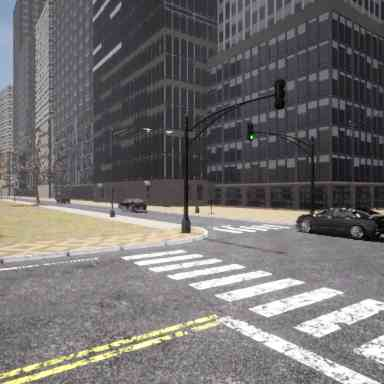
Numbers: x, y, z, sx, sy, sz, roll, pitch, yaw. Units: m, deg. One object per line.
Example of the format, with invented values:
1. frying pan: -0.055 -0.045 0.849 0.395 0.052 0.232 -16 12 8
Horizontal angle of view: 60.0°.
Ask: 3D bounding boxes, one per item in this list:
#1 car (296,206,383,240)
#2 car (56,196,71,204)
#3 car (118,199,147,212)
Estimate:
1. car: 7.711 1.508 17.291 1.837 1.490 4.892 0 0 -34
2. car: -24.713 1.511 63.735 1.837 1.490 4.892 0 0 -35
3. car: -6.890 1.493 38.309 2.128 1.511 4.902 0 0 -35
